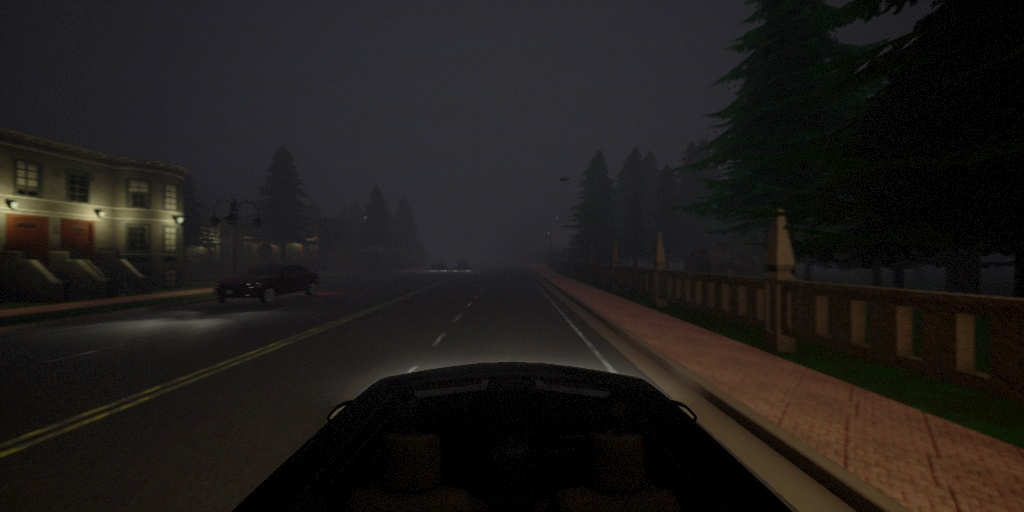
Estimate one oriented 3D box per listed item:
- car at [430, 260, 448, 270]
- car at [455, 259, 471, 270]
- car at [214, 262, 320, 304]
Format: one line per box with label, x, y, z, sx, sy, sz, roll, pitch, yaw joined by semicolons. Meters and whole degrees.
car;-10.562;1.287;51.997;1.812;1.442;4.674;0;0;1
car;-7.062;1.239;52.005;1.882;1.535;5.008;0;0;1
car;-10.505;1.059;15.813;1.882;1.535;5.008;0;0;0
